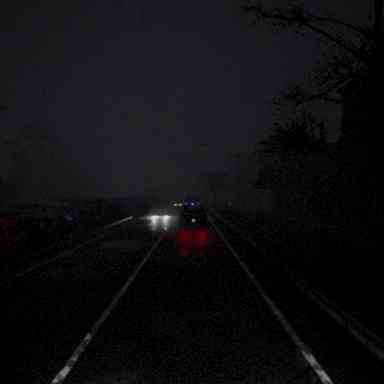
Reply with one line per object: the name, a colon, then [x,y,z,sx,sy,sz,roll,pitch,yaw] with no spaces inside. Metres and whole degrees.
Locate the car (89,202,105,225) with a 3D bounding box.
car: [-8.923,1.671,22.846,4.892,1.521,2.231,0,0,0]

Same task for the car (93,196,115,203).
car: [-22.082,1.854,83.420,5.008,1.535,2.097,0,0,0]

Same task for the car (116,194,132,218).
car: [-8.912,1.491,31.259,5.566,2.045,2.435,0,-1,0]

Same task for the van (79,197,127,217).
van: [-9.061,1.540,34.059,4.442,1.987,1.878,0,0,0]

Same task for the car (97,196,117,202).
car: [-22.088,1.897,86.195,4.674,1.452,2.002,0,0,0]

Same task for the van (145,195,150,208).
van: [-8.845,1.602,48.081,4.442,1.987,1.878,0,0,0]

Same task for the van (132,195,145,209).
van: [-9.075,1.595,45.280,4.442,1.987,1.878,0,0,0]

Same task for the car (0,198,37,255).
car: [-8.887,1.323,11.636,5.566,2.045,2.435,0,0,0]

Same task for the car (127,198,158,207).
car: [-8.791,1.834,59.298,5.366,1.575,1.946,0,0,0]

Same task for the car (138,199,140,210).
car: [-8.949,1.840,39.668,4.674,1.452,2.002,0,0,0]

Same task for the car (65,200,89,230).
car: [-8.957,1.521,20.044,4.553,1.767,2.185,0,0,0]

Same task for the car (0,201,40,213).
car: [-22.004,1.842,41.786,4.792,1.488,2.163,0,0,0]

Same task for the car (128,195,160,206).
car: [-8.951,1.588,62.102,5.566,2.045,2.435,0,0,0]

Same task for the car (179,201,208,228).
car: [0.102,1.684,24.138,2.128,1.511,4.902,0,-1,0]

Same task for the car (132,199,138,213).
car: [-8.954,1.784,36.865,4.892,1.521,2.231,0,0,0]

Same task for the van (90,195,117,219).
van: [-9.054,1.492,28.454,4.442,1.987,1.878,0,0,0]

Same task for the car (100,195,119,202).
car: [-22.125,1.735,88.971,4.553,1.767,2.185,0,0,0]

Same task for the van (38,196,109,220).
van: [-9.050,1.468,25.651,4.442,1.987,1.878,0,0,0]

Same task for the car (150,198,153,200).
car: [-8.960,1.831,50.888,5.008,1.535,2.097,0,0,0]

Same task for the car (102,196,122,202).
car: [-22.103,1.863,91.746,5.008,1.535,2.097,0,0,0]

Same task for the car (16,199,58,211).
car: [-22.035,1.826,47.335,5.008,1.535,2.097,0,0,0]

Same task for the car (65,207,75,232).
car: [-8.920,1.662,17.240,4.674,1.452,2.002,0,0,0]

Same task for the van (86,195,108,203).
van: [-22.196,1.624,77.868,4.442,1.987,1.878,0,0,0]

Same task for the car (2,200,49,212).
car: [-22.222,1.816,44.558,5.366,1.575,1.946,0,0,0]

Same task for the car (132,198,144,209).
car: [-8.984,1.844,42.476,4.792,1.488,2.163,0,0,0]

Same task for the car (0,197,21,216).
car: [-21.998,1.528,36.230,5.566,2.045,2.435,0,0,0]

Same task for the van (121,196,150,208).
van: [-9.086,1.607,53.691,4.442,1.987,1.878,0,0,0]

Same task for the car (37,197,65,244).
car: [-8.891,1.347,14.439,5.566,2.045,2.435,0,0,0]

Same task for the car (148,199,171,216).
car: [-3.339,1.834,36.585,1.994,1.385,4.181,0,0,0]

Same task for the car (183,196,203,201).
car: [0.099,1.512,40.881,2.150,2.045,5.566,0,0,1]

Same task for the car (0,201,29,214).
car: [-22.059,1.826,39.003,4.792,1.488,2.163,0,0,0]

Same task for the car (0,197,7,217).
car: [-22.052,1.510,33.453,5.566,2.045,2.435,0,0,0]
